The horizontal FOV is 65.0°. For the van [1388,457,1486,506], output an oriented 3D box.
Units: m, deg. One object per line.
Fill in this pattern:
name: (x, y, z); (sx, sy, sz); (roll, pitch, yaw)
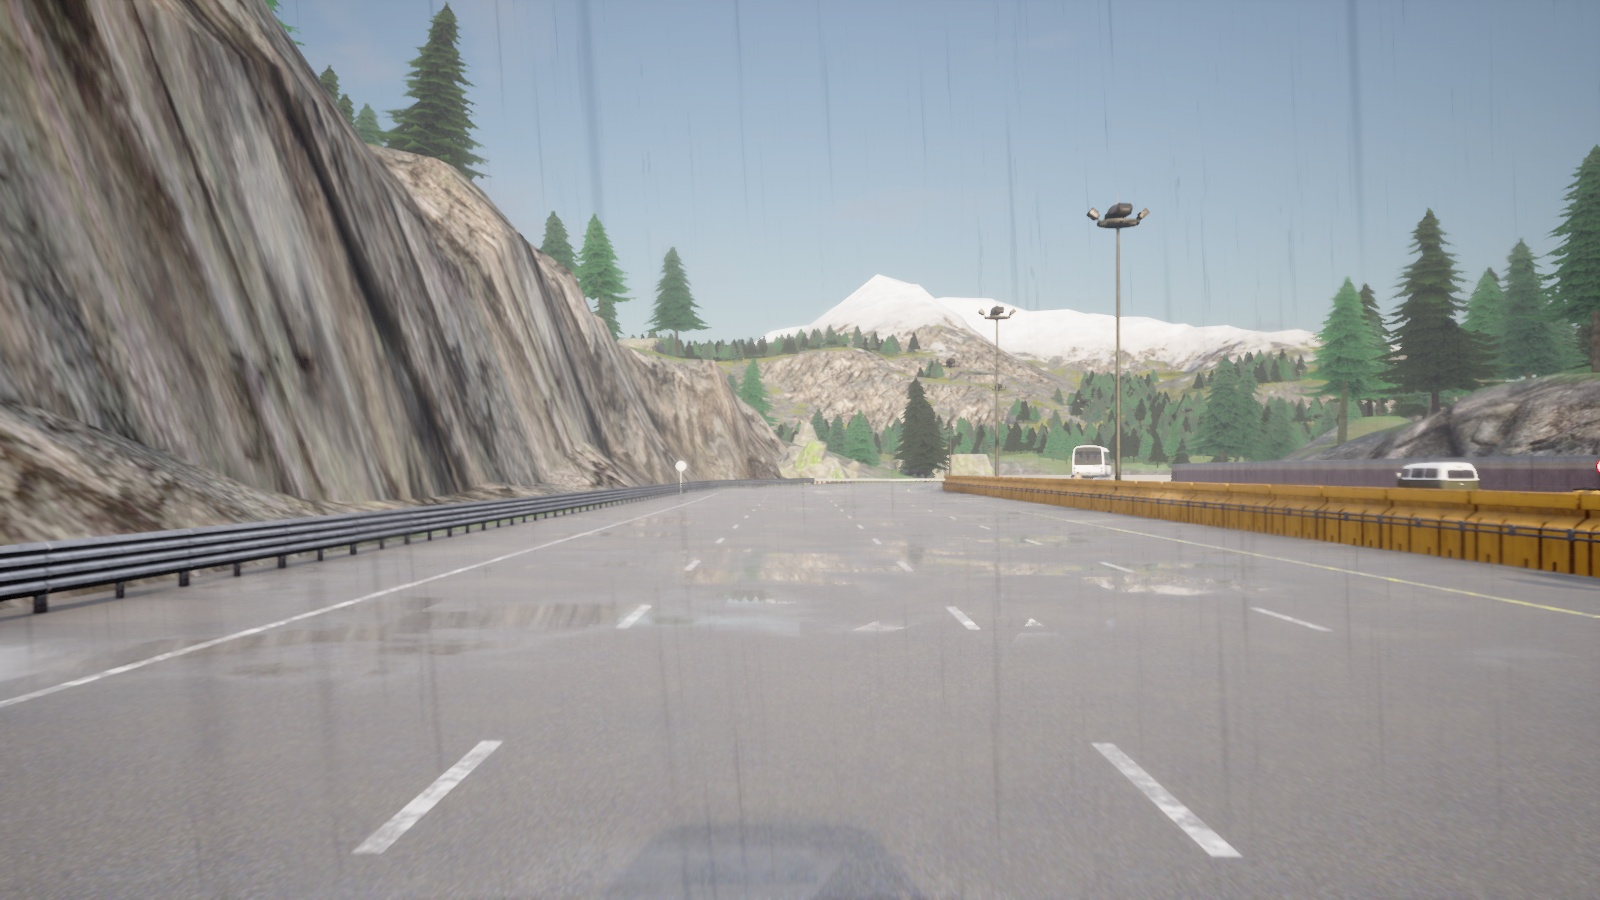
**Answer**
van: (27.911, 1.355, 55.191); (2.069, 2.038, 4.480); (0, -1, 1)
